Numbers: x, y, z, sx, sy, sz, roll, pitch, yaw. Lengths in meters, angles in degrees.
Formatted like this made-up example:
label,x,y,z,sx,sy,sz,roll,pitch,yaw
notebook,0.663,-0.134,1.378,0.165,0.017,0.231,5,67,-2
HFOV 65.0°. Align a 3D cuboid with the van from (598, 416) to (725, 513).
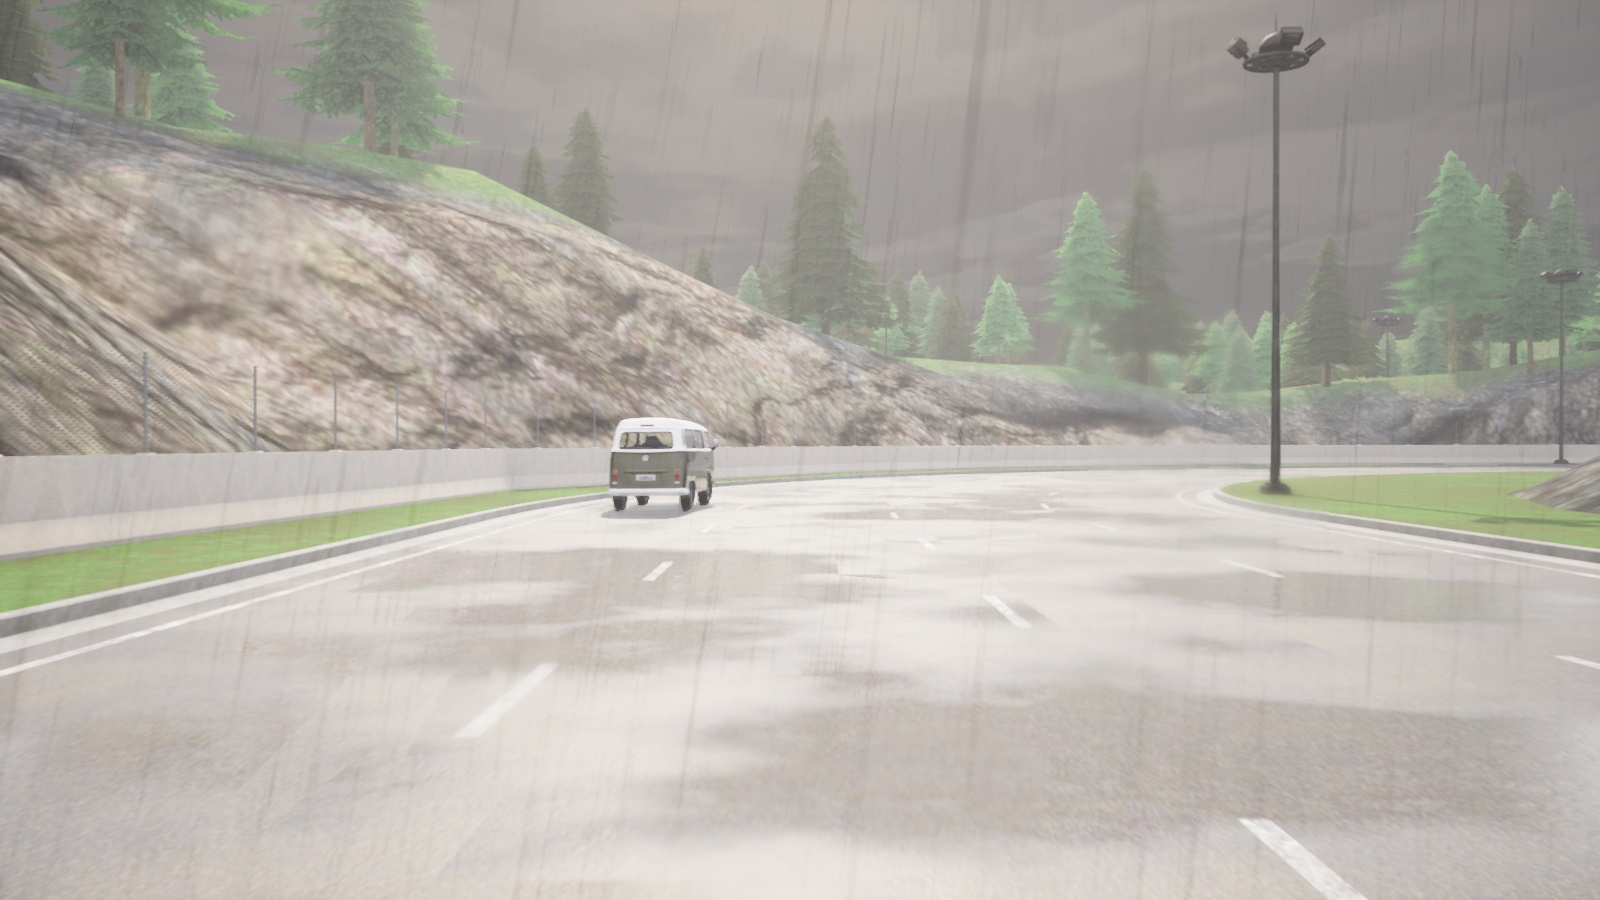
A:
label,x,y,z,sx,sy,sz,roll,pitch,yaw
van,-3.083,0.304,28.936,2.069,2.038,4.480,-1,0,5
